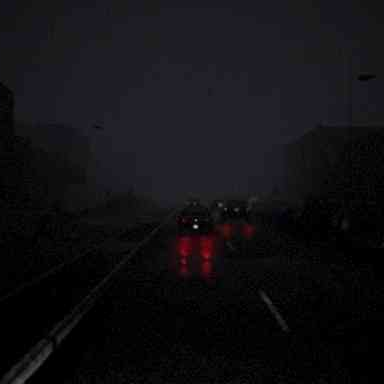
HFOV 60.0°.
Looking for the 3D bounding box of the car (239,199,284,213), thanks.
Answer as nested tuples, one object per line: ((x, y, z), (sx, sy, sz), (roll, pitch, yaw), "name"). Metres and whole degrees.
((7.860, 1.590, 37.783), (4.674, 1.452, 2.002), (0, -1, 0), "car")

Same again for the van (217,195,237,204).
((7.969, 1.789, 76.392), (4.442, 1.987, 1.878), (0, -1, 0), "van")

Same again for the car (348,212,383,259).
((7.697, 1.478, 10.226), (4.674, 1.452, 2.002), (0, 0, 0), "car")

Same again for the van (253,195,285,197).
((7.956, 1.296, 34.908), (4.442, 1.987, 1.878), (0, -1, 0), "van")

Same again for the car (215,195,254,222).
((3.225, 1.325, 25.959), (2.097, 1.767, 4.553), (0, 0, 1), "car")

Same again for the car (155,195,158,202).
((-12.332, 2.075, 87.635), (5.008, 1.535, 2.097), (0, 0, 0), "car")

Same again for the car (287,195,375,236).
((7.756, 1.180, 15.736), (5.566, 2.045, 2.435), (0, 0, 0), "car")

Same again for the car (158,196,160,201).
((-12.300, 2.108, 93.194), (4.892, 1.521, 2.231), (0, 0, 0), "car")

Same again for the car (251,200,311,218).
((7.779, 1.508, 29.516), (4.792, 1.488, 2.163), (0, 0, 0), "car")

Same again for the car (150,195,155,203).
((-12.372, 1.767, 79.419), (5.566, 2.045, 2.435), (0, 0, 1), "car")

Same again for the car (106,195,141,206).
((-12.622, 1.571, 59.849), (5.566, 2.045, 2.435), (0, -1, 1), "car")

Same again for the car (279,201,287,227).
((7.748, 1.433, 18.492), (5.008, 1.535, 2.097), (0, 0, 0), "car")

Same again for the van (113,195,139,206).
((-12.446, 1.630, 62.624), (4.442, 1.987, 1.878), (0, -1, 1), "van")

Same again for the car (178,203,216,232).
((0.212, 1.550, 19.852), (1.895, 1.301, 4.718), (0, 0, 0), "car")

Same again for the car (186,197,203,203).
((0.338, 1.429, 41.236), (2.097, 1.767, 4.553), (0, 0, 0), "car")

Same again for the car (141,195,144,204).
((-12.505, 1.919, 65.528), (4.792, 1.488, 2.163), (0, -1, 1), "car")

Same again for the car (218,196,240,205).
((8.100, 1.865, 73.632), (4.553, 1.767, 2.185), (0, -1, 0), "car")

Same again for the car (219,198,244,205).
((8.007, 1.966, 68.115), (4.792, 1.488, 2.163), (0, -1, 0), "car")

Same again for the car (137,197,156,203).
((-12.345, 2.121, 90.415), (4.792, 1.488, 2.163), (0, 0, 0), "car")

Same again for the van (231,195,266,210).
((7.790, 1.428, 46.057), (4.442, 1.987, 1.878), (0, -1, 0), "van")

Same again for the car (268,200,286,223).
((7.755, 1.439, 21.248), (5.008, 1.535, 2.097), (0, 0, 0), "car")

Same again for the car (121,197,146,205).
((-12.469, 1.948, 71.082), (4.892, 1.521, 2.231), (0, 0, 1), "car")

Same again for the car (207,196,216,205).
((3.327, 1.594, 42.490), (1.837, 1.490, 4.892), (0, -2, 0), "car")

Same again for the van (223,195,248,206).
((8.121, 1.650, 62.598), (4.442, 1.987, 1.878), (0, -1, 0), "van")

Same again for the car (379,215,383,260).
((7.492, 1.443, 7.469), (5.366, 1.575, 1.946), (0, 0, 0), "car")

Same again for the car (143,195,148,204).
((-12.533, 1.666, 68.184), (5.566, 2.045, 2.435), (0, -1, 1), "car")

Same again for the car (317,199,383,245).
((7.679, 1.307, 12.981), (4.553, 1.767, 2.185), (0, 0, 0), "car")

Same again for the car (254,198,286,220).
((7.799, 1.463, 26.761), (4.892, 1.521, 2.231), (0, 0, 0), "car")
